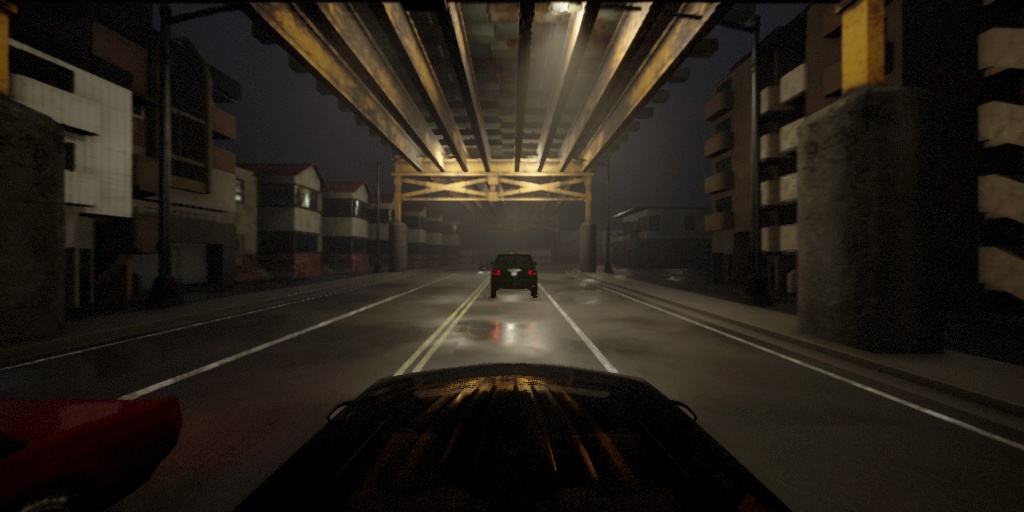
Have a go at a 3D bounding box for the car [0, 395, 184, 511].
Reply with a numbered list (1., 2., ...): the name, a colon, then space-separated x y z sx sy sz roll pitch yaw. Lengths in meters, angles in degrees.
1. car: -3.601 1.359 0.634 1.895 1.301 4.718 0 1 0

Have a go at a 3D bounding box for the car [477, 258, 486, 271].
1. car: -2.500 0.939 41.820 2.033 1.411 5.357 0 0 11

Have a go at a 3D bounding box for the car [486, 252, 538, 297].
1. car: 0.090 0.825 17.914 2.150 2.045 5.566 0 1 0
